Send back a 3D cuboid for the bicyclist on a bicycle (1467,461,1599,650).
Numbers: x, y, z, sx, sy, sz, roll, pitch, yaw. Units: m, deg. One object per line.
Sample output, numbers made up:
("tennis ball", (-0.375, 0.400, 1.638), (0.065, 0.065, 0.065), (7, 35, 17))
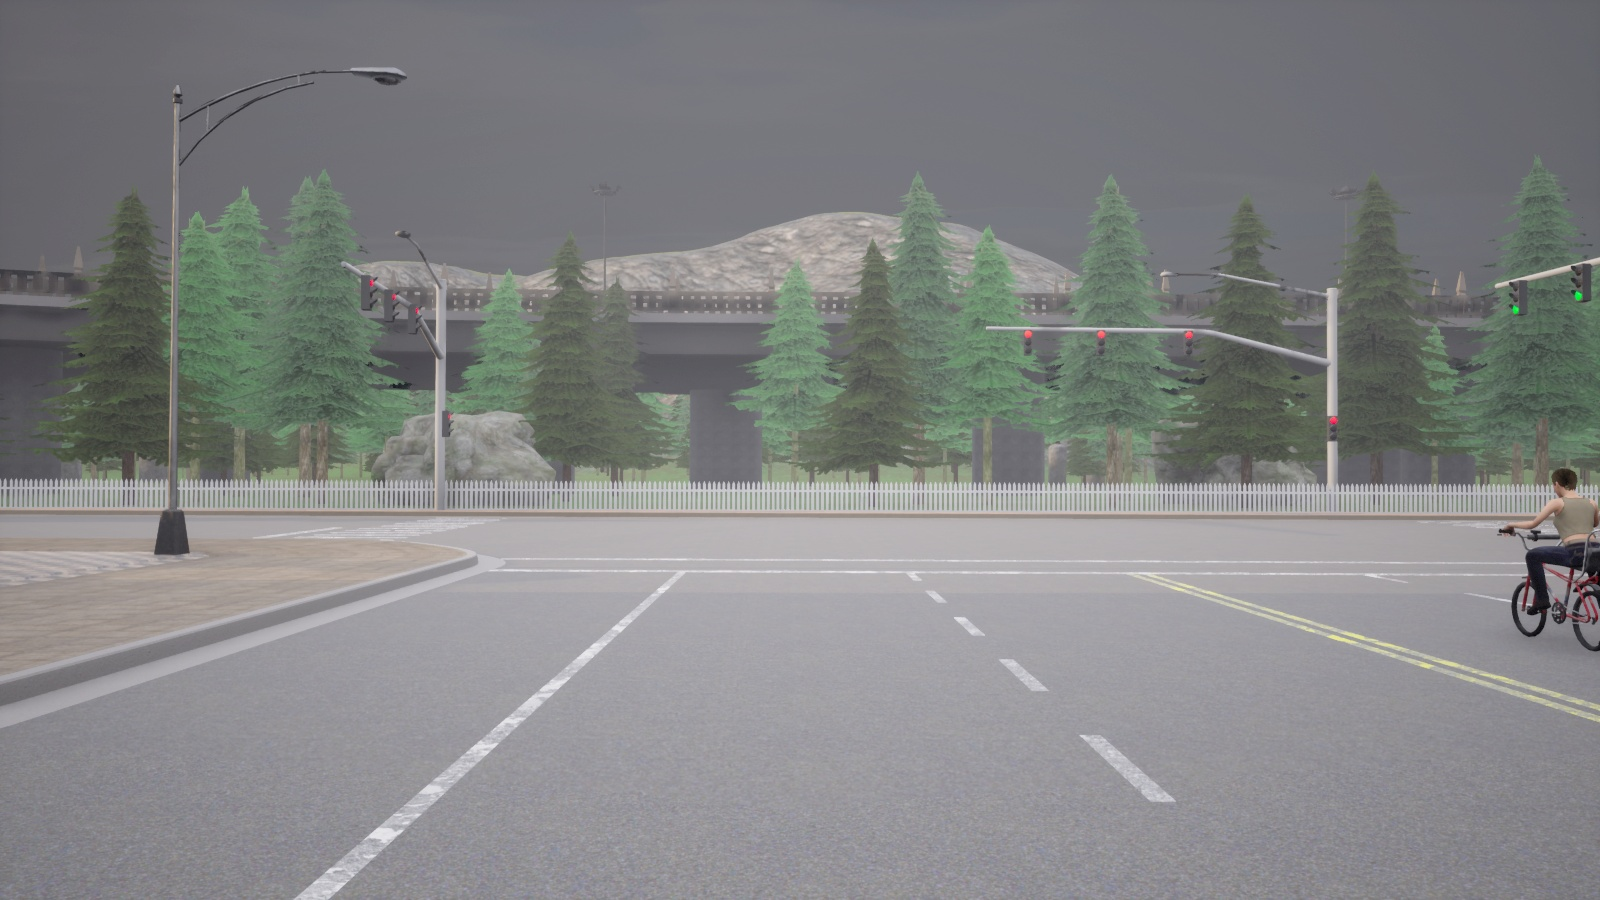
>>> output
("bicyclist on a bicycle", (6.975, 0.916, 11.527), (0.866, 1.612, 1.509), (0, -1, 0))
